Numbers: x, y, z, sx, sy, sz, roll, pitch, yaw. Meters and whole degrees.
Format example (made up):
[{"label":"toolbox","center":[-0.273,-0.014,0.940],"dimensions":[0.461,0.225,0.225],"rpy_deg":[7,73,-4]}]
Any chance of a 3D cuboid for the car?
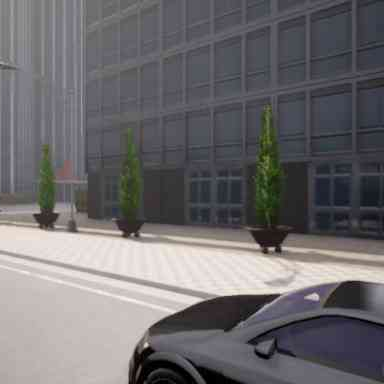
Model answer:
[{"label":"car","center":[1.390,1.564,3.000],"dimensions":[4.181,1.385,1.994],"rpy_deg":[0,0,36]}]
